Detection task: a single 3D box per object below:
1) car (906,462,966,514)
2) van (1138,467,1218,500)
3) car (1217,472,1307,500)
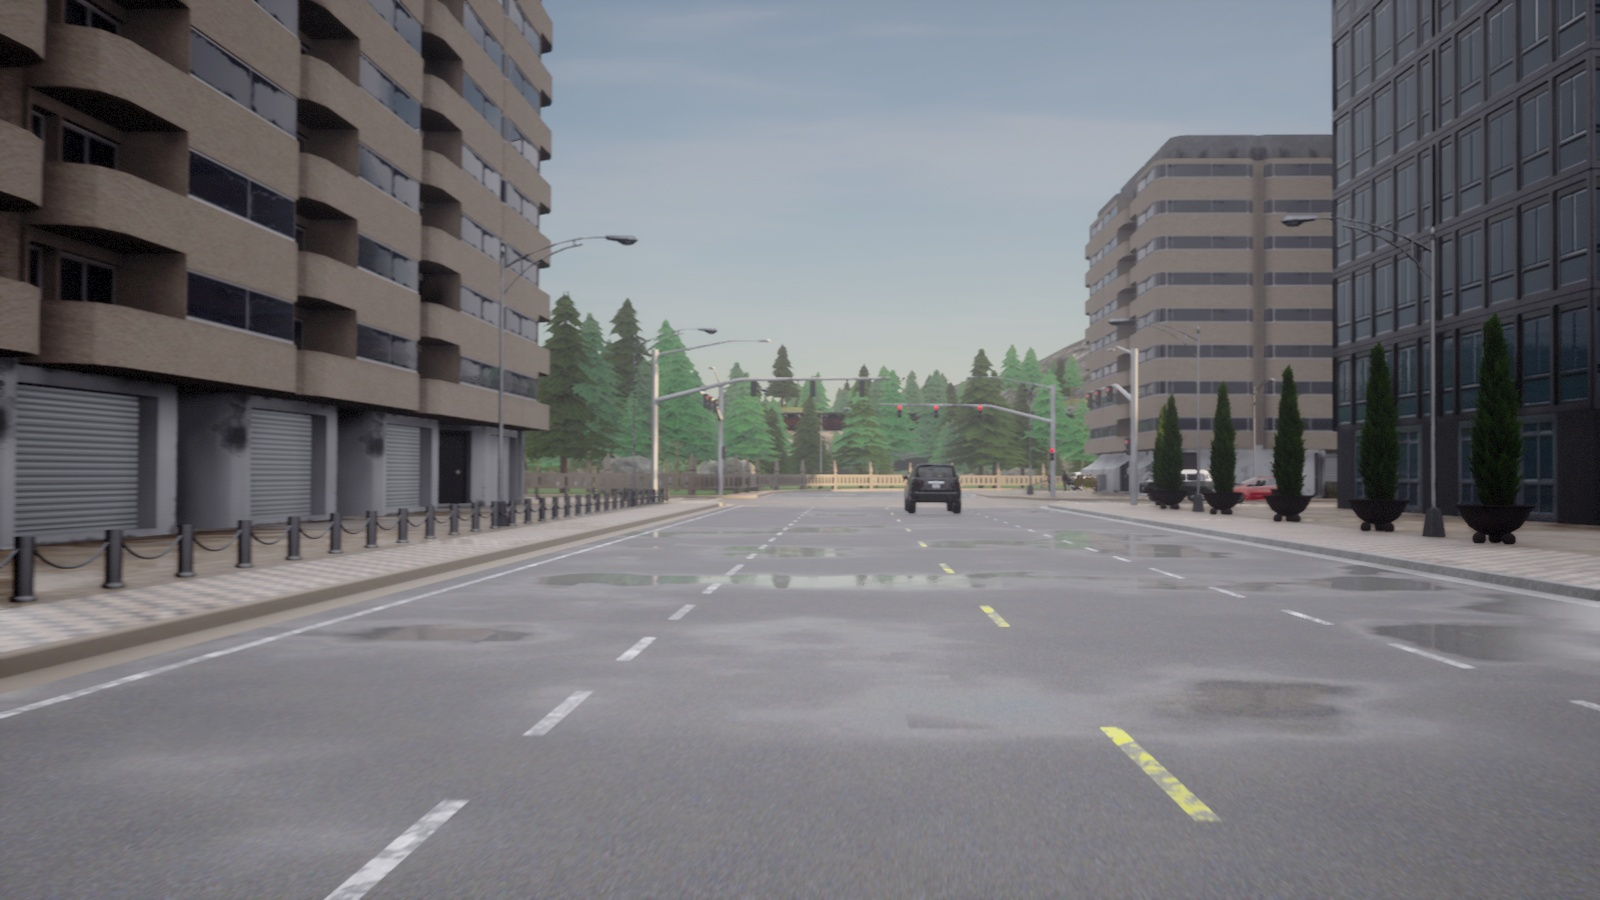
[{"bbox_3d":[5.670,1.571,52.867,2.150,2.045,5.566,0,-1,3],"label":"car"},{"bbox_3d":[23.891,2.114,79.498,4.480,2.038,2.069,-1,-1,2],"label":"van"},{"bbox_3d":[27.835,2.160,75.839,4.611,1.667,2.242,0,-1,2],"label":"car"}]
